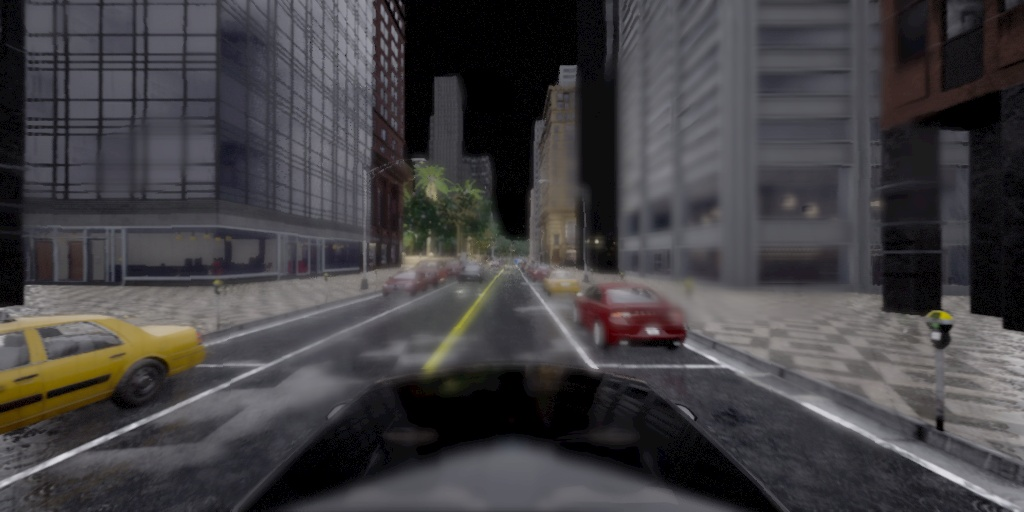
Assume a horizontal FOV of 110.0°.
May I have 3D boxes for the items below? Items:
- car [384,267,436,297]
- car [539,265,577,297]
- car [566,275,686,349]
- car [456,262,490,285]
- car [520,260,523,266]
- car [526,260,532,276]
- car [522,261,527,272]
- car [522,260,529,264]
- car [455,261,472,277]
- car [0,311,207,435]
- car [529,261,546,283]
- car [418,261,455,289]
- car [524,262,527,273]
[{"bbox_3d":[-5.755,1.509,20.114,1.802,1.307,4.207,0,0,0],"label":"car"},{"bbox_3d":[2.770,1.452,20.271,1.751,1.417,4.829,0,0,0],"label":"car"},{"bbox_3d":[2.765,1.367,9.252,1.888,1.381,4.507,0,0,0],"label":"car"},{"bbox_3d":[-3.085,1.496,29.369,1.882,1.535,5.008,0,-1,0],"label":"car"},{"bbox_3d":[2.786,1.625,58.074,2.192,1.841,5.009,0,0,0],"label":"car"},{"bbox_3d":[2.777,1.529,36.375,1.967,1.591,4.097,0,0,0],"label":"car"},{"bbox_3d":[2.781,1.751,47.224,2.007,1.370,4.403,0,0,0],"label":"car"},{"bbox_3d":[2.784,1.781,52.819,1.751,1.417,4.829,0,0,0],"label":"car"},{"bbox_3d":[-5.749,1.404,36.391,2.192,1.841,5.009,0,0,0],"label":"car"},{"bbox_3d":[-5.762,1.295,3.667,1.751,1.417,4.829,0,0,0],"label":"car"},{"bbox_3d":[2.774,1.474,30.950,1.967,1.591,4.097,0,0,0],"label":"car"},{"bbox_3d":[-5.753,1.295,25.539,2.192,1.841,5.009,0,0,0],"label":"car"},{"bbox_3d":[2.778,1.690,41.800,1.888,1.381,4.507,0,0,0],"label":"car"}]
